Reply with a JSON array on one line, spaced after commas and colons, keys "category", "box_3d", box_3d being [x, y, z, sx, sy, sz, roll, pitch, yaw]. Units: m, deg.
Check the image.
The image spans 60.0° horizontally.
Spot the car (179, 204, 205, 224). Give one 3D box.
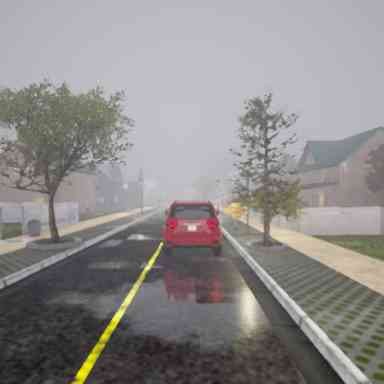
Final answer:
[{"category": "car", "box_3d": [0.019, 1.853, 28.989, 2.033, 1.411, 5.357, 0, -1, 0]}]

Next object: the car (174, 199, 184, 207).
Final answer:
[{"category": "car", "box_3d": [-2.705, 2.346, 70.970, 1.882, 1.535, 5.008, 0, -1, 0]}]

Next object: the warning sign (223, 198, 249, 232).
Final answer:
[{"category": "warning sign", "box_3d": [2.542, 1.312, 19.354, 1.300, 1.860, 1.060, 1, 0, 0]}]

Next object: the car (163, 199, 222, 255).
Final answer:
[{"category": "car", "box_3d": [0.009, 1.357, 14.031, 2.150, 2.045, 5.566, 0, 0, 0]}]

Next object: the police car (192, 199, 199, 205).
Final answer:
[{"category": "police car", "box_3d": [0.881, 2.593, 89.483, 1.930, 1.638, 5.238, 0, -1, 0]}]
